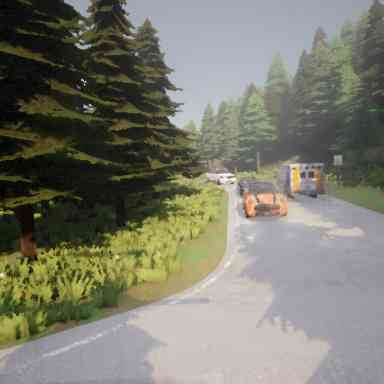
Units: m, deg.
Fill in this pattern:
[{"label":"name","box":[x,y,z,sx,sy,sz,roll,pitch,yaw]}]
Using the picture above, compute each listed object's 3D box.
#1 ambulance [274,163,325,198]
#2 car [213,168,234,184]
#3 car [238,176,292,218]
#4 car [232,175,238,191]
[{"label":"ambulance","box":[8.006,-0.932,25.551,2.351,2.431,6.366,-3,5,3]},{"label":"car","box":[3.611,-1.963,42.093,2.150,2.045,5.566,-3,5,-18]},{"label":"car","box":[3.916,0.282,18.533,2.097,1.767,4.553,-3,5,6]},{"label":"car","box":[4.893,-0.502,28.439,2.128,1.511,4.902,-3,5,4]}]
